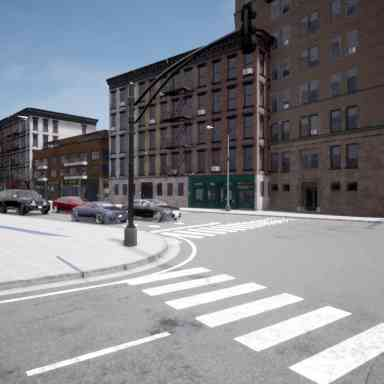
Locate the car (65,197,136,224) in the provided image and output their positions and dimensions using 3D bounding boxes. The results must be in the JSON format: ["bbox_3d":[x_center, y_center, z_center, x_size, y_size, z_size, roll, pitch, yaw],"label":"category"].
[{"bbox_3d":[-6.013,1.281,21.728,4.181,1.385,1.994,1,0,37],"label":"car"}]

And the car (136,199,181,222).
[{"bbox_3d":[-2.930,1.239,23.452,4.902,1.511,2.128,1,0,38],"label":"car"}]

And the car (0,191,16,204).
[{"bbox_3d":[-27.584,0.786,48.231,4.553,1.767,2.097,1,0,41],"label":"car"}]

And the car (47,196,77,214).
[{"bbox_3d":[-10.380,1.125,29.276,5.008,1.535,1.882,1,0,39],"label":"car"}]

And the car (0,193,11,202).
[{"bbox_3d":[-33.139,0.897,57.608,4.674,1.442,1.812,1,0,43],"label":"car"}]

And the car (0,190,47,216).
[{"bbox_3d":[-14.234,0.831,28.194,5.566,2.045,2.150,1,0,39],"label":"car"}]
